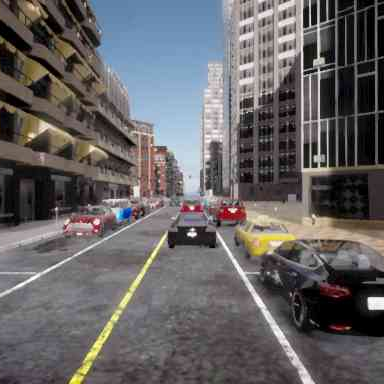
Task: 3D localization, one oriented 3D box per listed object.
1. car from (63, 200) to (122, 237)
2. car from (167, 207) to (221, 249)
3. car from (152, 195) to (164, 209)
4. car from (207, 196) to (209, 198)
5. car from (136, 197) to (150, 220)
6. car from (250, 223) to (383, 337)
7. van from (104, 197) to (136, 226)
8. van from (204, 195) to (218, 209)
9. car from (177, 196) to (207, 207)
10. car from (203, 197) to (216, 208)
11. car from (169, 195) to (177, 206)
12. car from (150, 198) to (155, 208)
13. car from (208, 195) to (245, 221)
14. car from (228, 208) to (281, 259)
[{"bbox_3d":[-5.309,1.446,17.694,1.967,1.590,4.097,0,0,0],"label":"car"},{"bbox_3d":[0.000,1.577,14.650,1.994,1.385,4.181,0,0,0],"label":"car"},{"bbox_3d":[-5.309,1.477,45.375,1.967,1.590,4.097,0,0,0],"label":"car"},{"bbox_3d":[2.570,1.554,40.017,1.752,1.417,4.829,0,0,0],"label":"car"},{"bbox_3d":[-5.308,1.330,28.767,2.192,1.841,5.009,0,0,0],"label":"car"},{"bbox_3d":[2.571,1.565,6.630,1.947,1.339,4.313,0,0,0],"label":"car"},{"bbox_3d":[-5.308,1.351,23.231,1.690,1.788,3.998,0,0,0],"label":"van"},{"bbox_3d":[2.571,1.378,45.381,1.690,1.788,3.998,0,0,0],"label":"van"},{"bbox_3d":[0.000,1.383,29.621,2.097,1.767,4.553,0,0,0],"label":"car"},{"bbox_3d":[2.570,1.573,51.087,1.752,1.417,4.829,0,0,0],"label":"car"},{"bbox_3d":[-2.750,1.616,54.652,1.837,1.490,4.892,0,0,0],"label":"car"},{"bbox_3d":[-5.310,1.571,34.304,2.008,1.369,4.403,0,0,0],"label":"car"},{"bbox_3d":[2.572,1.325,23.238,2.192,1.841,5.009,0,0,0],"label":"car"},{"bbox_3d":[2.571,1.528,12.337,1.752,1.417,4.829,0,0,0],"label":"car"}]
